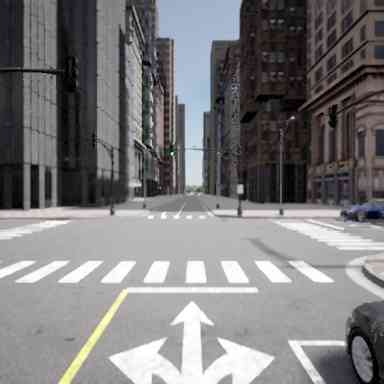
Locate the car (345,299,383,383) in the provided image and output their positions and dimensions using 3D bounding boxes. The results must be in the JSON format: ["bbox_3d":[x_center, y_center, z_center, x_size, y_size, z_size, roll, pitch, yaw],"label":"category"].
[{"bbox_3d":[2.759,1.548,2.502,2.008,1.369,4.403,0,0,0],"label":"car"}]

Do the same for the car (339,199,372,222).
[{"bbox_3d":[13.395,1.269,24.584,4.553,1.767,2.097,0,0,0],"label":"car"}]

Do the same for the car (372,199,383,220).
[{"bbox_3d":[15.060,1.150,21.344,5.566,2.045,2.150,0,0,-2],"label":"car"}]
